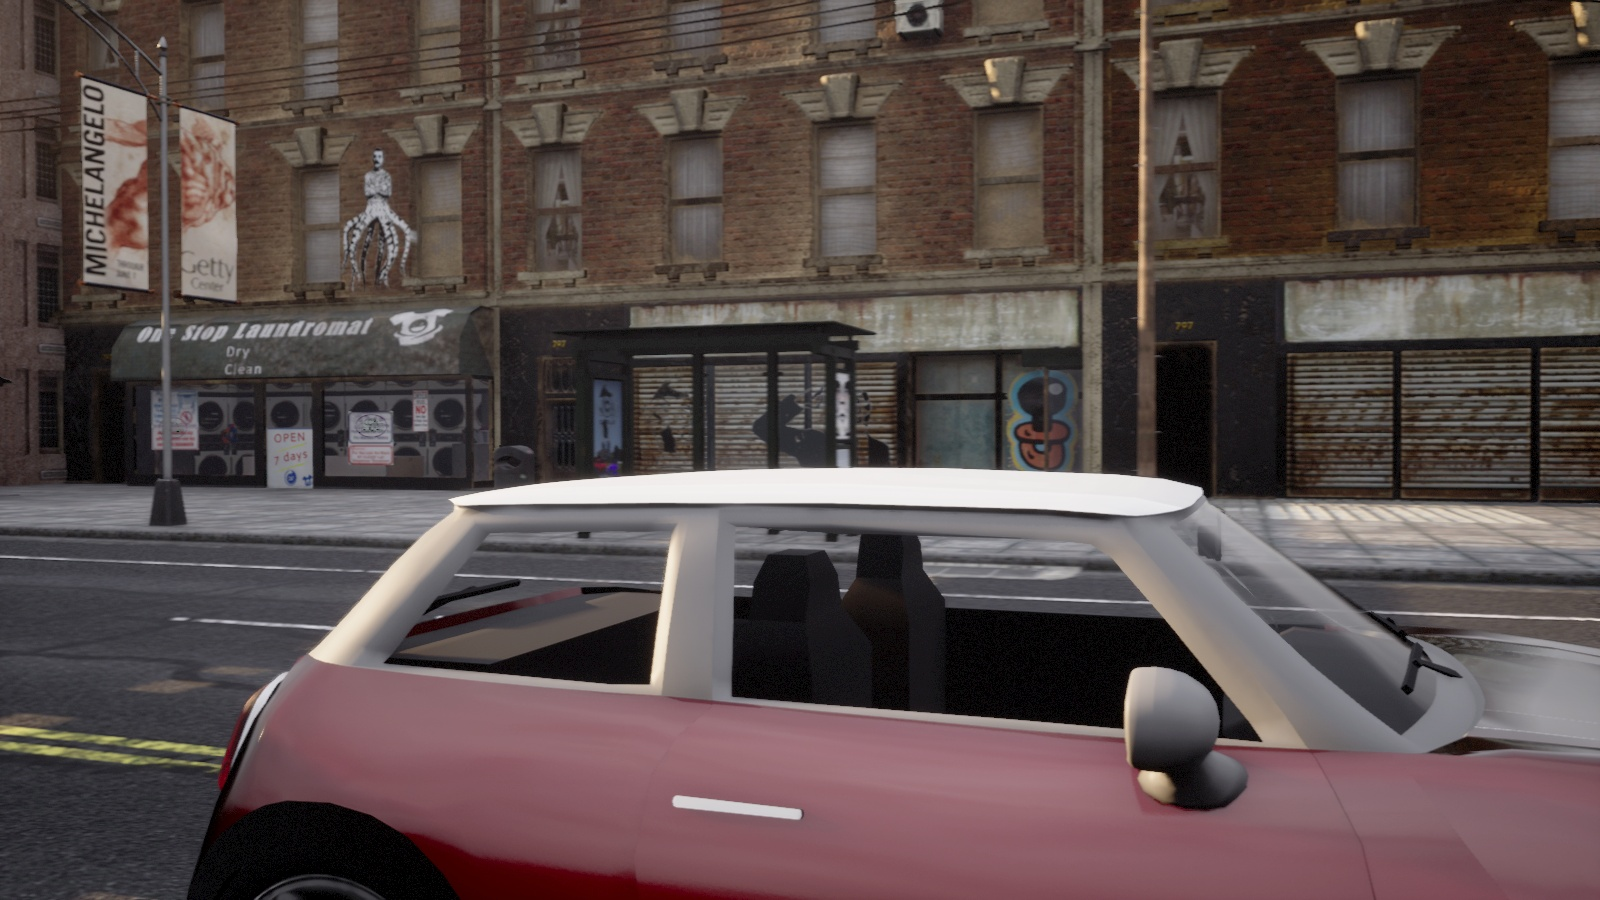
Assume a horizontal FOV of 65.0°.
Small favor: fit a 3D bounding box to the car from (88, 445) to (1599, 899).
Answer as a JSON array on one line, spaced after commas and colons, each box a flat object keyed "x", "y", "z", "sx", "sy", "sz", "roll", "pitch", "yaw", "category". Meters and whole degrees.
[{"x": 0.609, "y": 0.748, "z": 2.986, "sx": 3.806, "sy": 1.475, "sz": 1.970, "roll": 1, "pitch": 1, "yaw": 19, "category": "car"}]
